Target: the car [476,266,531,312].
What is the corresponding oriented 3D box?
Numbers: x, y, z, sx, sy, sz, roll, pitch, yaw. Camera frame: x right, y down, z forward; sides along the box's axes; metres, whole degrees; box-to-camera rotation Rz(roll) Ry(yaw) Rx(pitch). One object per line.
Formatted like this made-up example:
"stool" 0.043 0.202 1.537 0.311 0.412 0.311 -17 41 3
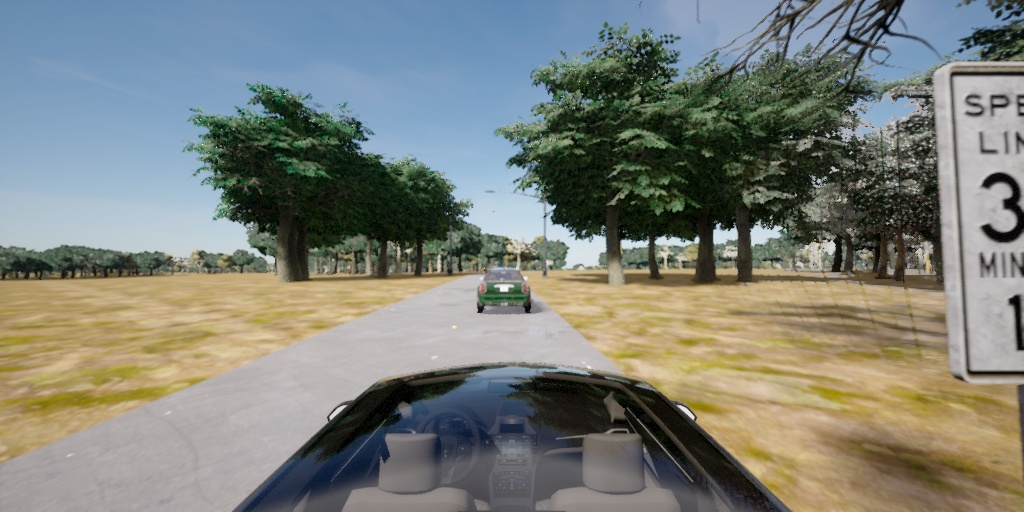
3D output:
"car" -0.354 1.290 15.427 2.097 1.767 4.553 0 -1 -2
